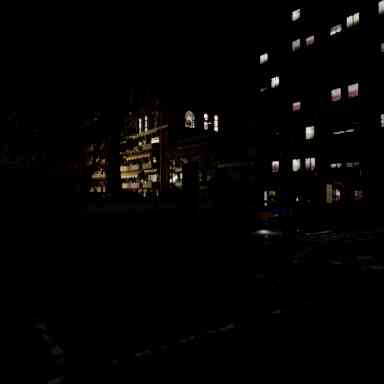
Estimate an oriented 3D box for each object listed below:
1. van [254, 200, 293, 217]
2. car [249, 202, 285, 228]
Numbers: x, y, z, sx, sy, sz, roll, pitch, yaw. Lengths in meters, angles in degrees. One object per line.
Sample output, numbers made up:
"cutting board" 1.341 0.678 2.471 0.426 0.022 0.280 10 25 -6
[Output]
"van" 7.175 1.642 30.215 1.690 1.788 3.998 -1 0 -36
"car" 4.109 1.754 24.600 1.882 1.535 5.008 0 -1 -37
